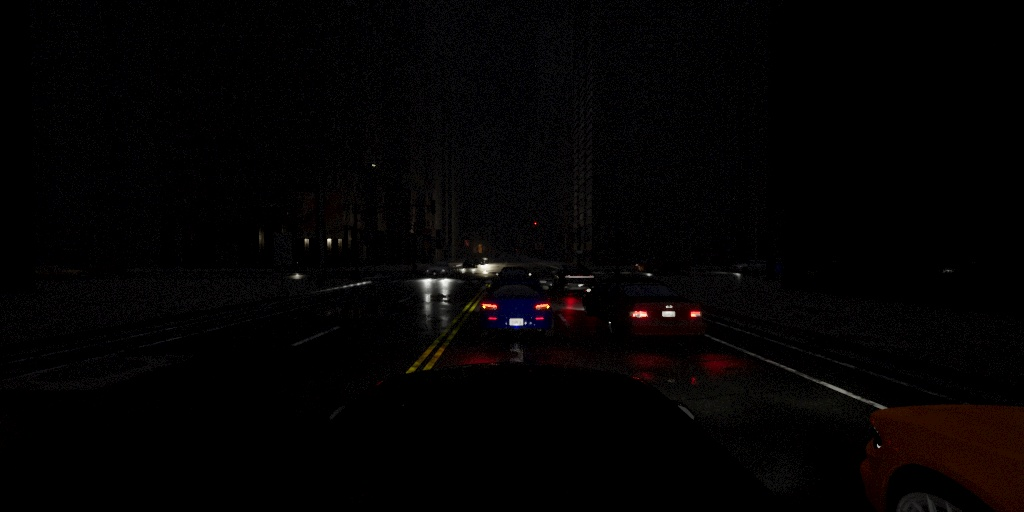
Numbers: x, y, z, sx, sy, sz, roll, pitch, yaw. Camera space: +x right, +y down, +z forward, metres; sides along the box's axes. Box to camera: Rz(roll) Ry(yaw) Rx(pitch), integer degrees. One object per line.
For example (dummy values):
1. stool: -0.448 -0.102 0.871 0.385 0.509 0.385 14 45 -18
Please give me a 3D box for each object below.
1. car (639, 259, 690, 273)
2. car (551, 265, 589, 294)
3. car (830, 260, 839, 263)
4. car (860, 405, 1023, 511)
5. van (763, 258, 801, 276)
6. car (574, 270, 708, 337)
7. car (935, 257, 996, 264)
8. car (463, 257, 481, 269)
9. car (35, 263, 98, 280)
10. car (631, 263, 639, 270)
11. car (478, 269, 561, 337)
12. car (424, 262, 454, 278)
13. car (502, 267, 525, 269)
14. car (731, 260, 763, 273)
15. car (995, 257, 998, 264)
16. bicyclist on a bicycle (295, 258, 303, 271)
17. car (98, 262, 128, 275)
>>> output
1. car: 17.712 1.149 41.143 5.008 1.535 1.882 0 1 0
2. car: 3.344 1.230 19.962 2.128 1.511 4.902 0 0 0
3. car: 32.959 1.322 35.206 4.207 1.307 1.802 0 0 0
4. car: 3.349 1.228 0.390 1.882 1.535 5.008 0 0 0
5. van: 27.518 1.088 35.237 3.998 1.789 1.690 0 0 0
6. car: 3.349 1.294 10.214 2.033 1.411 5.357 0 0 0
7. car: 43.839 1.171 35.145 4.097 1.591 1.967 0 0 0
8. car: -6.578 1.192 56.522 1.882 1.535 5.008 0 0 1
9. car: -40.834 1.450 32.165 4.829 1.417 1.751 0 0 0
10. car: 16.682 1.072 43.822 4.097 1.591 1.967 0 0 0
11. car: 0.091 1.272 10.115 1.812 1.442 4.674 0 0 0
12. car: -6.598 1.254 32.965 1.812 1.442 4.674 0 0 0
13. car: 0.092 1.286 19.689 2.033 1.411 5.357 0 0 0
14. car: 27.652 1.186 41.071 4.674 1.442 1.812 0 1 0
15. car: 49.280 1.048 35.114 5.009 1.841 2.192 0 0 0
16. bicyclist on a bicycle: -25.888 1.003 43.552 0.582 1.620 1.656 0 1 0
17. car: -46.428 1.363 40.686 4.507 1.381 1.888 0 0 0
